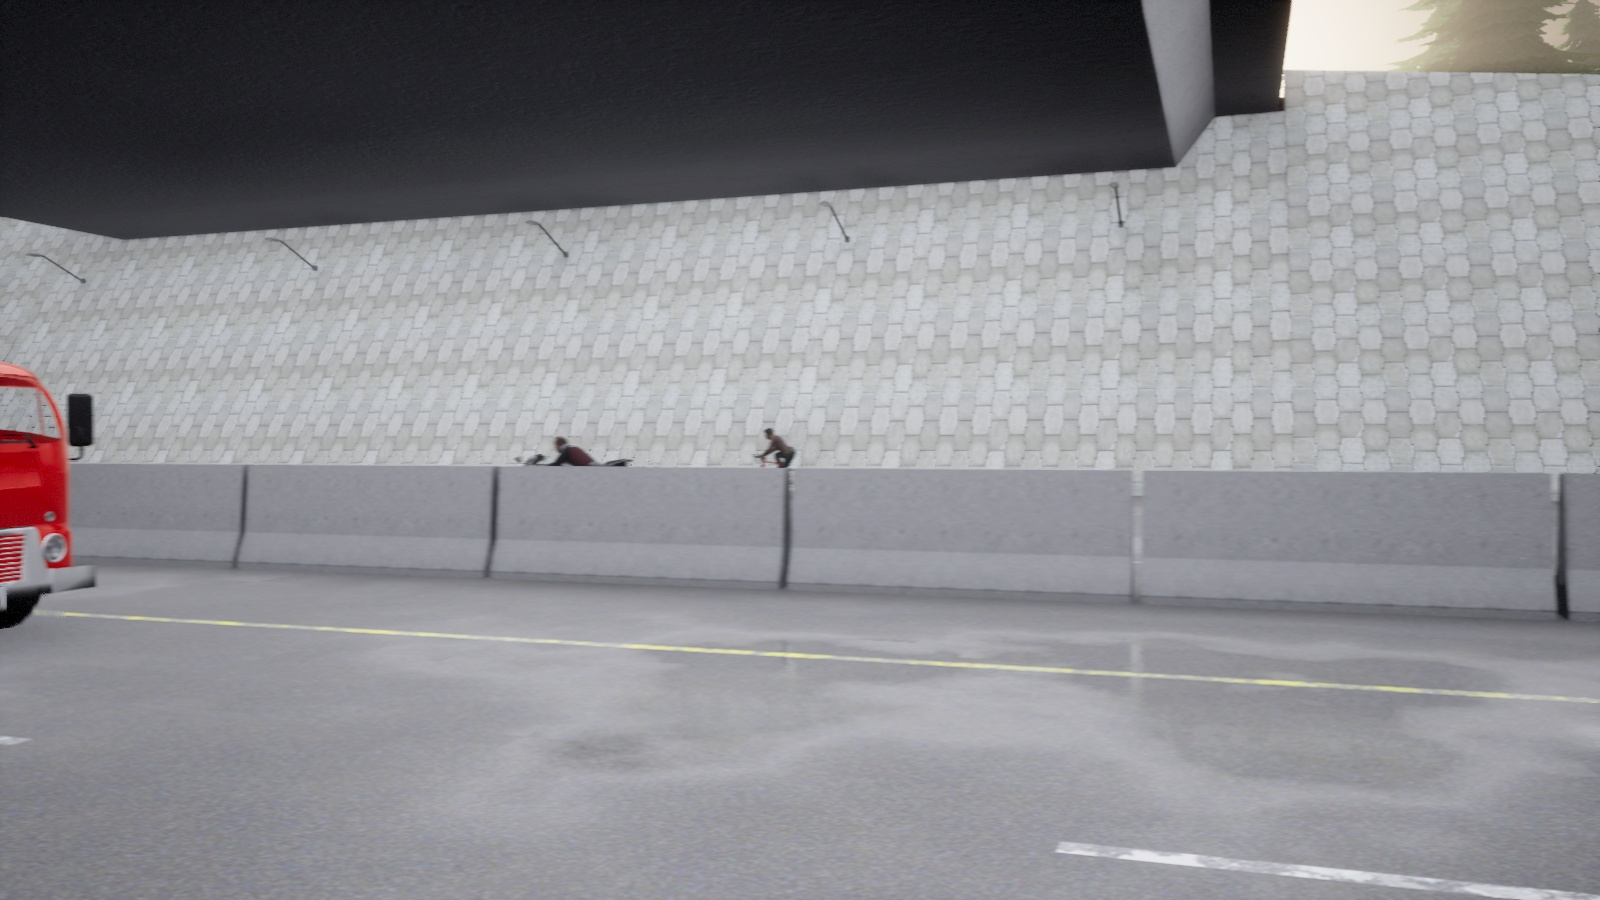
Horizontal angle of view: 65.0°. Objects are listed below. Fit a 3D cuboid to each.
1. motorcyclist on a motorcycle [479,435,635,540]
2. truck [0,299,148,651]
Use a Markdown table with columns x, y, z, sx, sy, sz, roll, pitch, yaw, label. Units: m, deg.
| x | y | z | sx | sy | sz | roll | pitch | yaw | label |
| --- | --- | --- | --- | --- | --- | --- | --- | --- | --- |
| -3.717 | 0.540 | 19.214 | 2.191 | 1.530 | 0.866 | 0 | 1 | 19 | motorcyclist on a motorcycle |
| -8.090 | 0.155 | 9.601 | 5.204 | 2.467 | 2.627 | 1 | 1 | 19 | truck |
